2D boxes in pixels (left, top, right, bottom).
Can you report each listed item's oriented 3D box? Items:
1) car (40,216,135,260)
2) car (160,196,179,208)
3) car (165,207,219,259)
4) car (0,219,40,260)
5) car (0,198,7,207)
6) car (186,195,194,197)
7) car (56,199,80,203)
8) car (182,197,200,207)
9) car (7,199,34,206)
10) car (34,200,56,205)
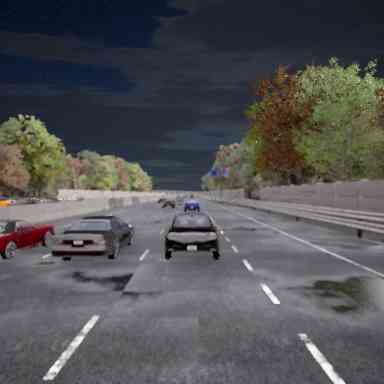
[{"bbox_3d":[-3.497,1.614,12.725,2.033,1.411,5.357,0,0,0],"label":"car"},{"bbox_3d":[-3.503,1.779,52.248,1.837,1.490,4.892,0,0,0],"label":"car"},{"bbox_3d":[0.000,1.559,12.904,2.128,1.511,4.902,0,0,0],"label":"car"},{"bbox_3d":[-7.000,1.667,12.612,1.895,1.301,4.718,0,0,0],"label":"car"},{"bbox_3d":[-28.022,1.601,47.537,2.097,1.767,4.553,0,0,1],"label":"car"},{"bbox_3d":[-0.001,1.960,78.044,1.994,1.385,4.181,0,0,0],"label":"car"},{"bbox_3d":[-17.541,1.803,48.905,2.033,1.411,5.357,0,0,1],"label":"car"},{"bbox_3d":[0.000,1.697,42.088,1.882,1.535,5.008,0,0,0],"label":"car"},{"bbox_3d":[-24.541,1.762,48.861,1.837,1.490,4.892,0,0,1],"label":"car"},{"bbox_3d":[-21.042,1.821,49.161,1.994,1.385,4.181,0,0,1],"label":"car"}]
